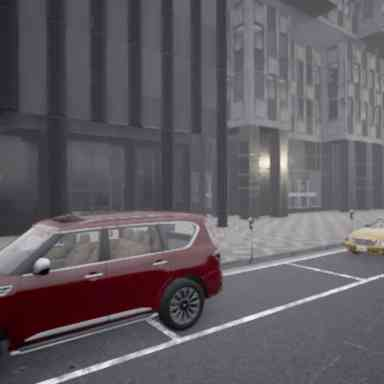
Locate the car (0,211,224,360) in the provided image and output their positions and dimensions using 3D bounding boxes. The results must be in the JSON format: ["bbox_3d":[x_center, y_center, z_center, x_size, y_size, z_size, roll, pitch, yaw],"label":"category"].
[{"bbox_3d":[-1.753,1.299,5.278,5.009,1.841,2.192,-1,1,-35],"label":"car"}]

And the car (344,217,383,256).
[{"bbox_3d":[7.268,1.400,11.693,4.829,1.417,1.752,-1,1,-34],"label":"car"}]
